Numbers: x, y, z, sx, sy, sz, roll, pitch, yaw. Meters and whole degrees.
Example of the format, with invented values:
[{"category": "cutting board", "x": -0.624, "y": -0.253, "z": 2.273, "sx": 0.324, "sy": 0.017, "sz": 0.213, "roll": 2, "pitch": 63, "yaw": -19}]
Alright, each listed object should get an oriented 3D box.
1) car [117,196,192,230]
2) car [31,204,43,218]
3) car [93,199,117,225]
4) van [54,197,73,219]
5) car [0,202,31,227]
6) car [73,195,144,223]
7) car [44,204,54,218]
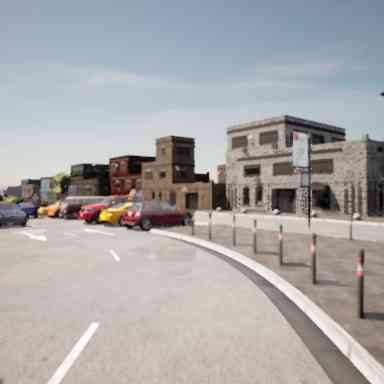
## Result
[{"category": "car", "x": -2.019, "y": 1.336, "z": 21.014, "sx": 4.553, "sy": 1.767, "sz": 2.185, "roll": 0, "pitch": -1, "yaw": -39}, {"category": "car", "x": -16.902, "y": 1.839, "z": 33.289, "sx": 1.882, "sy": 1.535, "sz": 5.008, "roll": 0, "pitch": -1, "yaw": -39}, {"category": "car", "x": -3.919, "y": 1.501, "z": 23.379, "sx": 5.008, "sy": 1.535, "sz": 2.097, "roll": 0, "pitch": -1, "yaw": -39}, {"category": "van", "x": -9.760, "y": 1.432, "z": 30.374, "sx": 4.442, "sy": 1.987, "sz": 1.878, "roll": 0, "pitch": -1, "yaw": -39}, {"category": "car", "x": -13.021, "y": 1.493, "z": 23.082, "sx": 2.097, "sy": 1.767, "sz": 4.553, "roll": 0, "pitch": -1, "yaw": -39}, {"category": "car", "x": -5.788, "y": 1.289, "z": 25.624, "sx": 5.566, "sy": 2.045, "sz": 2.435, "roll": 0, "pitch": -1, "yaw": -39}, {"category": "car", "x": -11.605, "y": 1.599, "z": 32.785, "sx": 4.553, "sy": 1.767, "sz": 2.185, "roll": 0, "pitch": -1, "yaw": -39}]
